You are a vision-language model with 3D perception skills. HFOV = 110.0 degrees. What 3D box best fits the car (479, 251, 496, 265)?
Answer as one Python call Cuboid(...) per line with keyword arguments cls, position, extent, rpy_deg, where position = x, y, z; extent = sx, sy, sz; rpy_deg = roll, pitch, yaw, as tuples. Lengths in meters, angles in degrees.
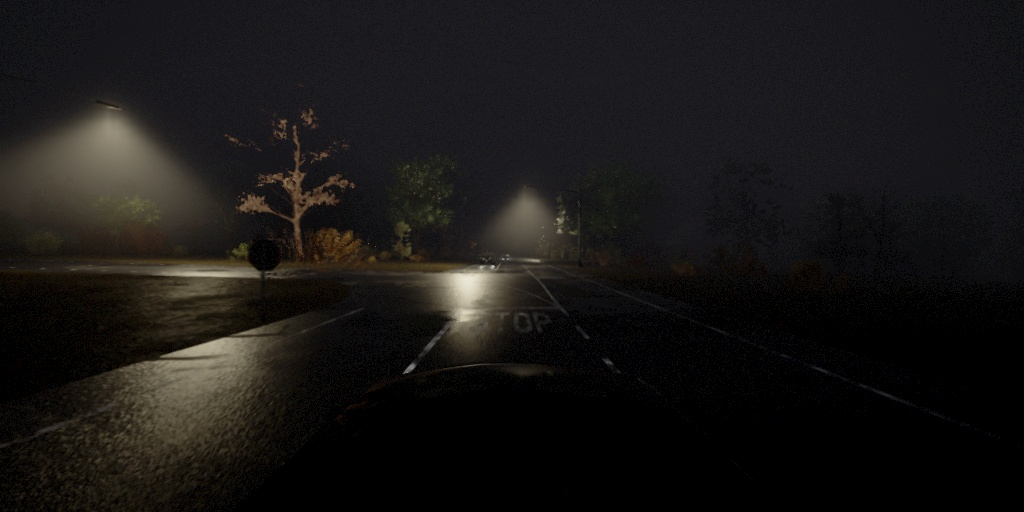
Cuboid(cls="car", position=(-3.600, 0.320, 53.340), extent=(2.150, 2.045, 5.566), rpy_deg=(0, 1, 0))
